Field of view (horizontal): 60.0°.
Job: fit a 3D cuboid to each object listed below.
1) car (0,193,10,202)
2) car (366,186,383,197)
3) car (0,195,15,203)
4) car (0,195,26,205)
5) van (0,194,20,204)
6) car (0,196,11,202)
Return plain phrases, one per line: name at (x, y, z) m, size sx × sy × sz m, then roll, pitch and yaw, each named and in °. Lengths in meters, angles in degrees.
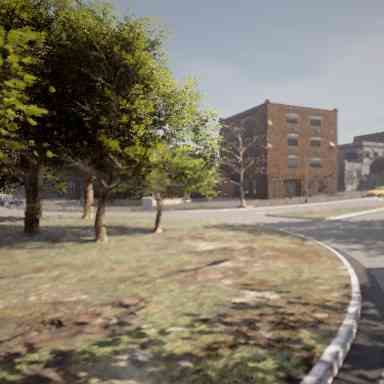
car at (-46.282, 1.347, 78.493) m, size 5.566 × 2.045 × 2.435 m, roll 0°, pitch 1°, yaw -39°
car at (28.386, -0.083, 49.915) m, size 5.366 × 1.575 × 1.946 m, roll -4°, pitch 2°, yaw -28°
car at (-41.029, 1.529, 72.021) m, size 4.553 × 1.767 × 2.185 m, roll 0°, pitch 1°, yaw -39°
car at (-32.395, 1.729, 61.282) m, size 4.792 × 1.488 × 2.163 m, roll 0°, pitch 0°, yaw -39°
van at (-37.719, 1.461, 67.705) m, size 4.442 × 1.987 × 1.878 m, roll 0°, pitch 1°, yaw -39°
car at (-44.549, 1.618, 76.323) m, size 4.892 × 1.521 × 2.231 m, roll 0°, pitch 1°, yaw -39°
